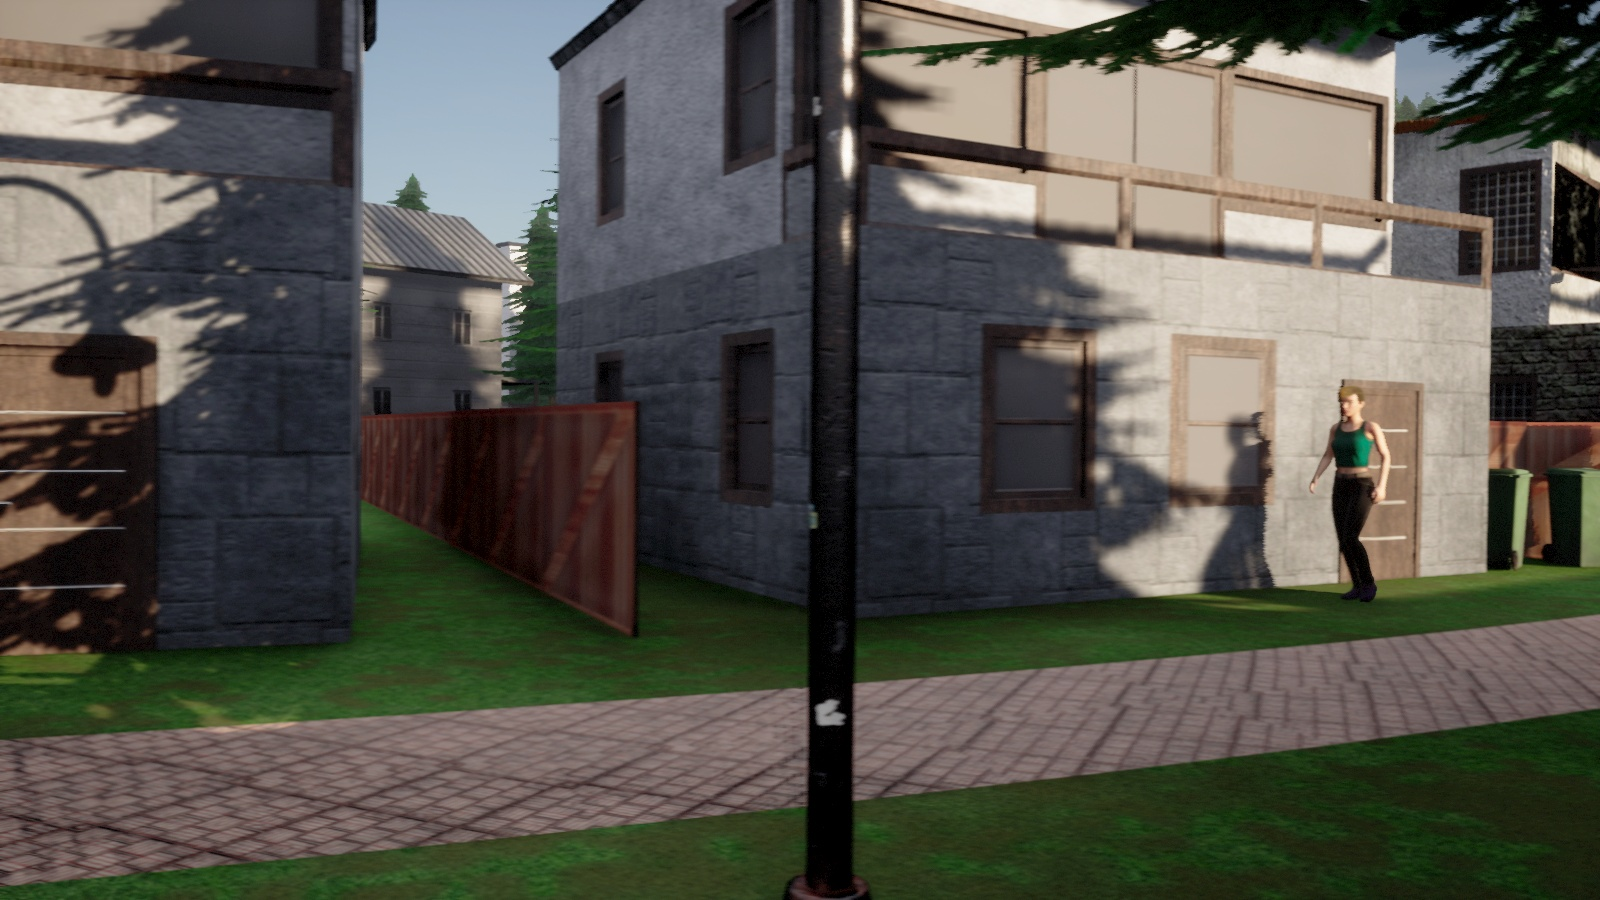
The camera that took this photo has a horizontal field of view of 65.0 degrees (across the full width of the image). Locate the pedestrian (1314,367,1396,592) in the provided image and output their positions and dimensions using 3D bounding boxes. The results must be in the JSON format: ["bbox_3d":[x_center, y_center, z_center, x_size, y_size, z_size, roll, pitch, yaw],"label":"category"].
[{"bbox_3d":[4.672,0.235,10.563,0.594,1.836,0.345,-1,1,-31],"label":"pedestrian"}]
